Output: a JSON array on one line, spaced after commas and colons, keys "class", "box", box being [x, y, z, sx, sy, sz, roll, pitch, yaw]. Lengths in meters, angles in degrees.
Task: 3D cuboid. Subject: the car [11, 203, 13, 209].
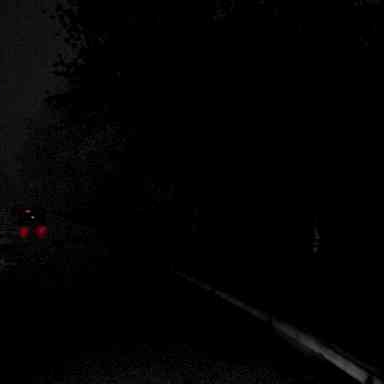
[{"class": "car", "box": [-22.020, 2.025, 43.171, 1.882, 1.535, 5.008, 0, -1, -29]}]

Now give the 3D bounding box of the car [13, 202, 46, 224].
[{"class": "car", "box": [-12.800, 1.667, 26.461, 2.128, 1.511, 4.902, 0, -1, -29]}]

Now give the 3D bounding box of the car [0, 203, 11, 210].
[{"class": "car", "box": [-40.822, 3.198, 73.683, 5.008, 1.535, 1.882, -3, -3, 33]}]
